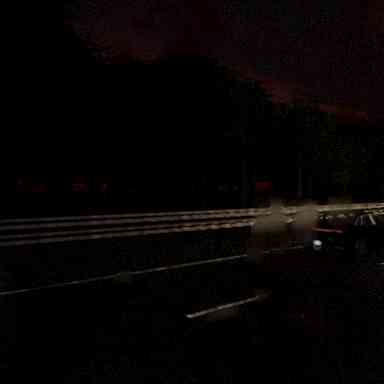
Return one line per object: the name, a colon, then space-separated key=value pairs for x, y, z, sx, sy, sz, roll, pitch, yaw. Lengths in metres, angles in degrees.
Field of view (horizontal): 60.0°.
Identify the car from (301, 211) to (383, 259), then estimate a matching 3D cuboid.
car: x=6.138 y=1.470 z=12.479 sx=4.902 sy=1.511 sz=2.128 roll=0 pitch=0 yaw=-36
